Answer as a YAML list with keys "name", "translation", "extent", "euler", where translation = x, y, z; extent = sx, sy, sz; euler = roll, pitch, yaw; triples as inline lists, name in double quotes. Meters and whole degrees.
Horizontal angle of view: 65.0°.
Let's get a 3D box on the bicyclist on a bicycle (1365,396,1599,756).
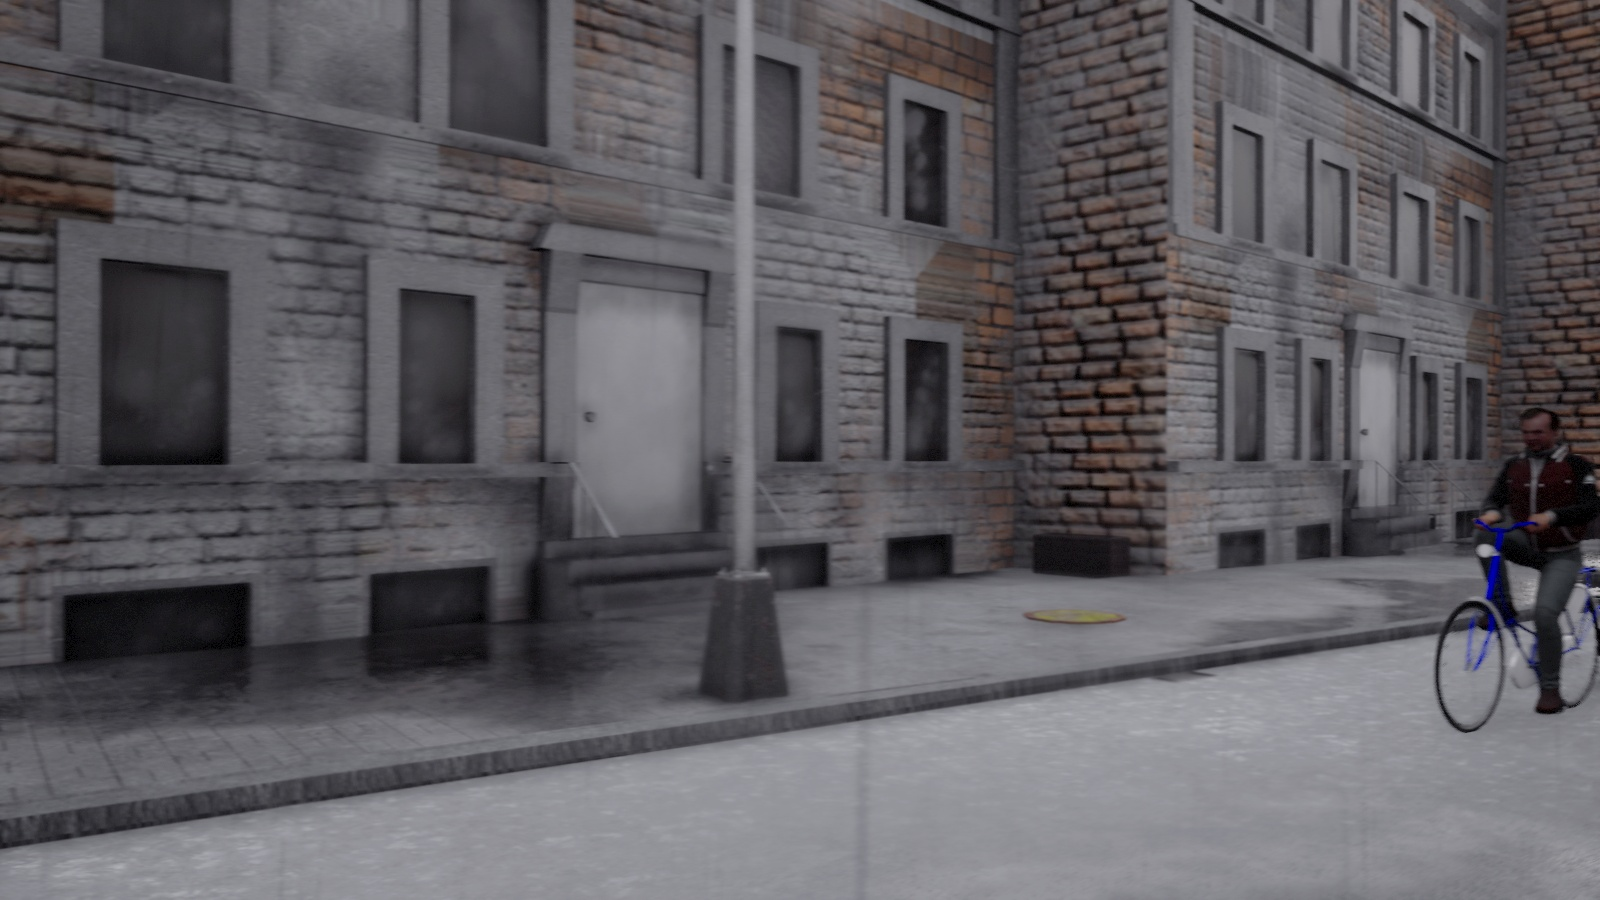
- name: "bicyclist on a bicycle"
  translation: [3.977, 0.624, 6.986]
  extent: [1.843, 1.776, 0.659]
  euler: [0, 0, -35]
